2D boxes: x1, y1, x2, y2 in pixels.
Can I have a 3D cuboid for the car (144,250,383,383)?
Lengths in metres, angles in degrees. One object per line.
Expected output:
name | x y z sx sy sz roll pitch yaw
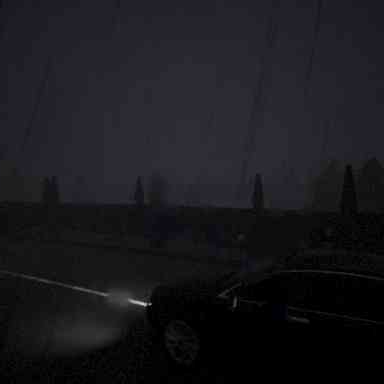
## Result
car | 1.580 1.487 4.036 4.892 1.490 1.837 0 0 34
